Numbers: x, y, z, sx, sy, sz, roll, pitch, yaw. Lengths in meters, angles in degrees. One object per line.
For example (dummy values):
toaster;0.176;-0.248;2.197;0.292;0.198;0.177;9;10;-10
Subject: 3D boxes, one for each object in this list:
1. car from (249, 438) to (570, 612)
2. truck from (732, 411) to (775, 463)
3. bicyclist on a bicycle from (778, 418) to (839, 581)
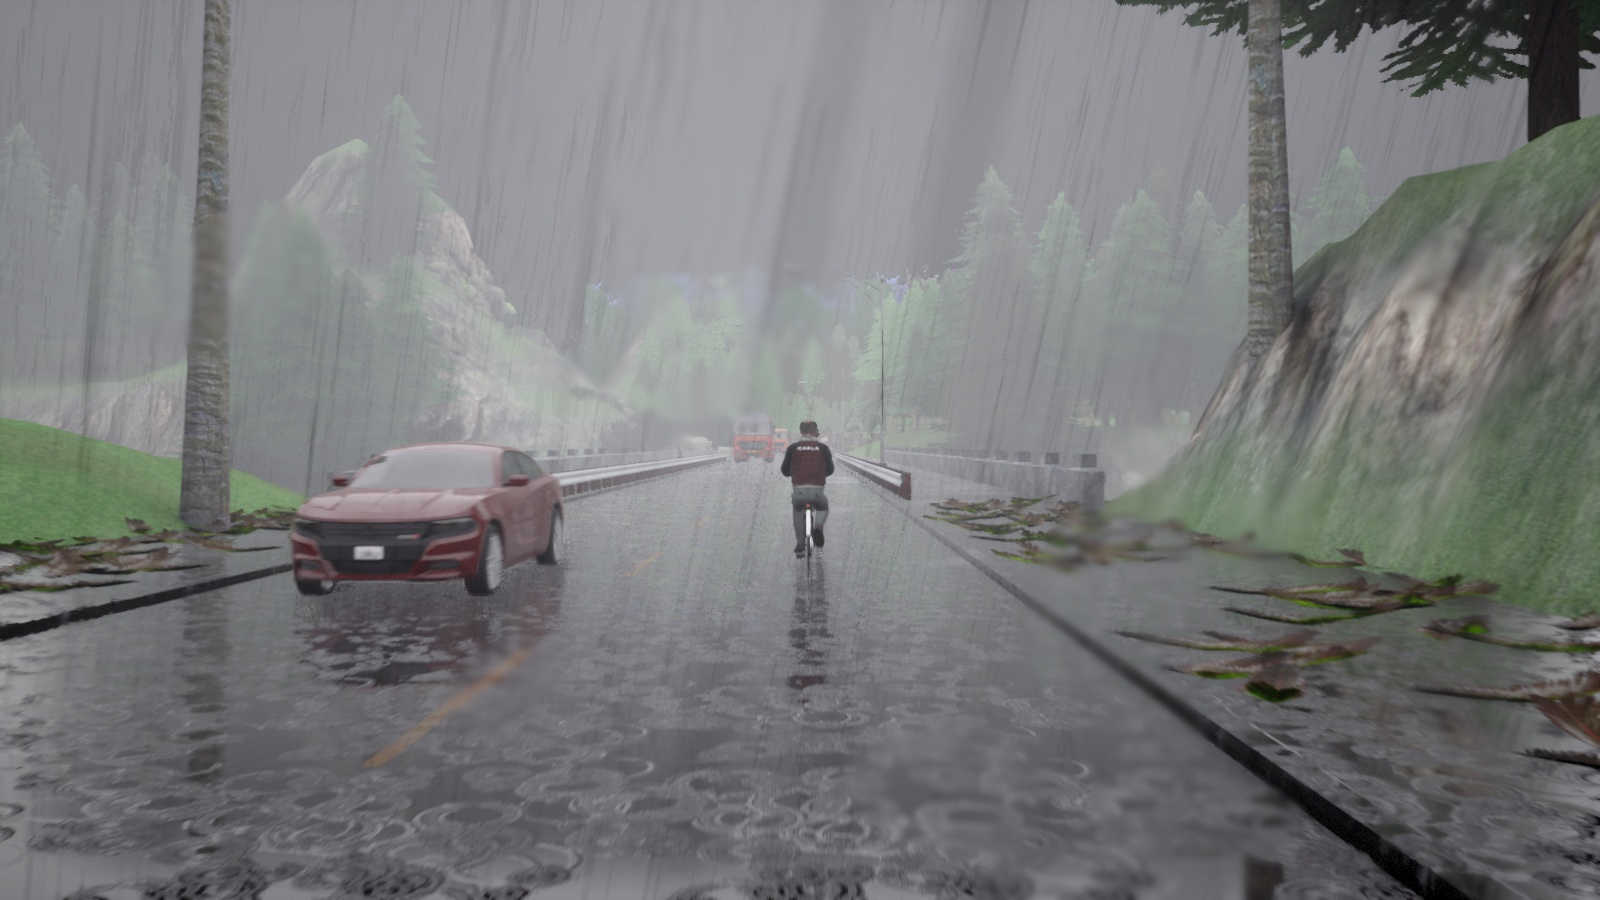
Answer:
car;-3.908;0.644;13.594;1.882;1.535;5.008;0;0;0
truck;-3.446;-0.960;95.556;2.891;3.827;8.468;0;0;0
bicyclist on a bicycle;0.097;0.535;14.650;0.659;1.776;1.843;0;0;0
